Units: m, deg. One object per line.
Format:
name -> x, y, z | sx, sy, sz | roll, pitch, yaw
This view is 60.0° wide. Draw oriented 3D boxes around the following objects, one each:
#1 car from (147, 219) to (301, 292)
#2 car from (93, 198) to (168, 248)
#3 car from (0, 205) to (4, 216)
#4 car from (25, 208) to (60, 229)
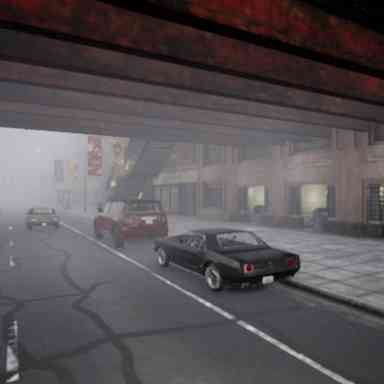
car -> 0.585, 1.648, 9.248 | 1.895, 1.301, 4.718 | 0, 0, -29
car -> -3.036, 1.320, 15.699 | 2.435, 2.045, 5.566 | 0, 0, -29
car -> -20.681, 1.705, 34.231 | 1.837, 1.490, 4.892 | 0, 0, -29
car -> -10.346, 1.734, 22.801 | 1.895, 1.301, 4.718 | 0, 0, -29
